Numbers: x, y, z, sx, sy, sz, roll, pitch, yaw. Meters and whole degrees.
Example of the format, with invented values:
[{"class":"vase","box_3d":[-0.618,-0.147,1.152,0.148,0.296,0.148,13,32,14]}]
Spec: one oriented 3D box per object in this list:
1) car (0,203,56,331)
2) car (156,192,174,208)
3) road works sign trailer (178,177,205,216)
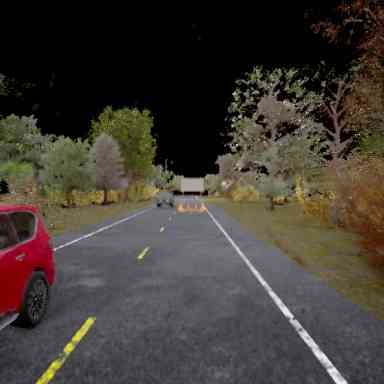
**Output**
[{"class":"car","box_3d":[-3.599,1.206,3.967,2.150,2.045,5.566,0,0,0]},{"class":"car","box_3d":[-3.579,1.084,45.312,2.150,2.045,5.566,0,0,0]},{"class":"road works sign trailer","box_3d":[0.010,0.360,31.462,2.380,3.560,2.880,0,0,0]}]
